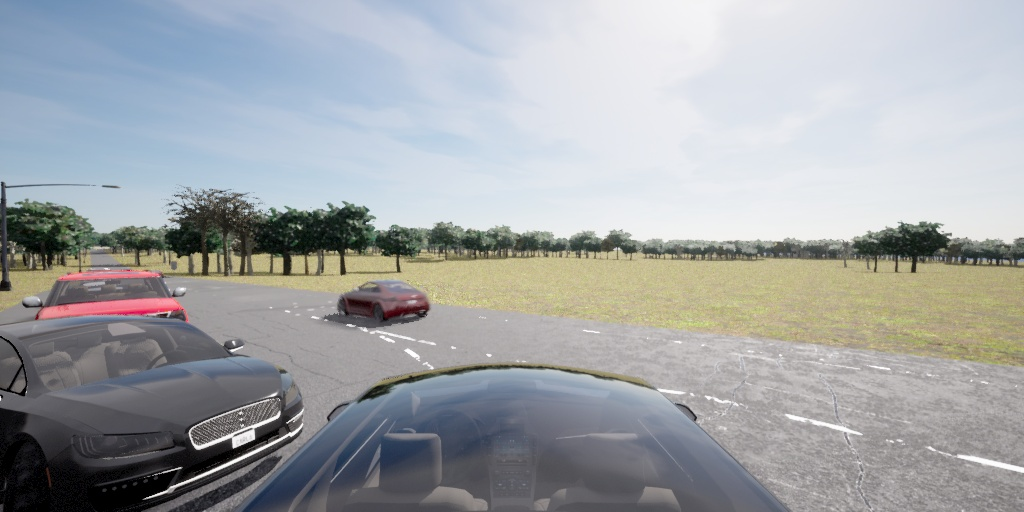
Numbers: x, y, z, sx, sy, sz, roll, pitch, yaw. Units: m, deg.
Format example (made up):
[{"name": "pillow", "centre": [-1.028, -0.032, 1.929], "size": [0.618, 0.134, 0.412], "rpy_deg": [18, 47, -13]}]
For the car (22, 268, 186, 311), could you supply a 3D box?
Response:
[{"name": "car", "centre": [-9.544, 1.385, 8.565], "size": [5.566, 2.045, 2.150], "rpy_deg": [-2, 0, 40]}]

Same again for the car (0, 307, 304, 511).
[{"name": "car", "centre": [-4.593, 1.445, 3.962], "size": [4.892, 1.490, 1.837], "rpy_deg": [-3, -3, 21]}]

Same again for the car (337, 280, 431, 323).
[{"name": "car", "centre": [-5.054, 1.634, 13.941], "size": [4.181, 1.385, 1.994], "rpy_deg": [-2, 0, 40]}]

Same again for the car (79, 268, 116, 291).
[{"name": "car", "centre": [-41.277, 2.248, 35.815], "size": [5.566, 2.045, 2.150], "rpy_deg": [-2, 0, 43]}]
